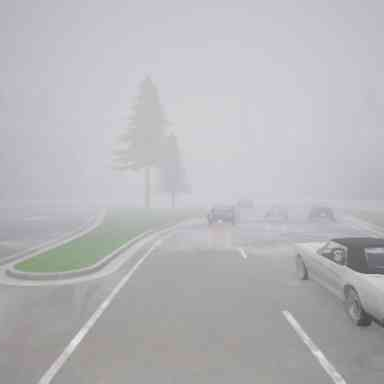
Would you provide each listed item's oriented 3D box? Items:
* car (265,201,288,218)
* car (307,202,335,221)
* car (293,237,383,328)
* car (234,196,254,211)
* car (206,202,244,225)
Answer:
[{"bbox_3d":[7.731,1.539,30.353,1.812,1.442,4.674,0,0,16],"label":"car"},{"bbox_3d":[10.368,1.537,26.936,1.812,1.442,4.674,0,0,16],"label":"car"},{"bbox_3d":[3.642,1.604,6.960,1.895,1.301,4.718,0,0,1],"label":"car"},{"bbox_3d":[6.340,1.372,41.471,2.097,1.767,4.553,0,0,1],"label":"car"},{"bbox_3d":[2.400,1.612,24.028,1.895,1.301,4.718,0,0,14],"label":"car"}]
